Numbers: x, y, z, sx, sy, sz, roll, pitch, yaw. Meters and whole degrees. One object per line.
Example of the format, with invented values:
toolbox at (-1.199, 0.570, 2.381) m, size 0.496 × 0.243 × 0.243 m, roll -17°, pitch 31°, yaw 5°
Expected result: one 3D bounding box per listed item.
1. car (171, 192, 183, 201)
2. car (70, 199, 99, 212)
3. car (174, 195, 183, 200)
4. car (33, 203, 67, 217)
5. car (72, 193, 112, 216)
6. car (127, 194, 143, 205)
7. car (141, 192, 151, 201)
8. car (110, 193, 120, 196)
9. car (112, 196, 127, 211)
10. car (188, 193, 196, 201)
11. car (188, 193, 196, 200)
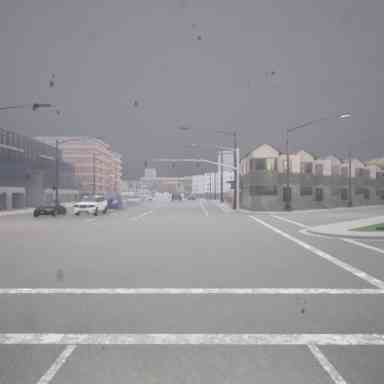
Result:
car at (-3.570, 1.050, 77.111) m, size 2.150 × 2.045 × 5.566 m, roll 0°, pitch 0°, yaw 0°
car at (-14.138, 1.752, 44.015) m, size 2.033 × 1.411 × 5.357 m, roll 0°, pitch 1°, yaw 0°
car at (-3.581, 1.478, 87.804) m, size 2.128 × 1.511 × 4.902 m, roll 0°, pitch -2°, yaw 0°
car at (-14.130, 1.751, 33.339) m, size 1.994 × 1.385 × 4.181 m, roll 0°, pitch 0°, yaw 0°
car at (-10.632, 1.418, 35.346) m, size 2.150 × 2.045 × 5.566 m, roll 0°, pitch 0°, yaw 1°
car at (-10.626, 1.511, 60.326) m, size 1.812 × 1.442 × 4.674 m, roll 0°, pitch 1°, yaw 0°
car at (-10.569, 1.048, 75.729) m, size 2.150 × 2.045 × 5.566 m, roll 0°, pitch 0°, yaw 0°
car at (-14.130, 1.222, 59.328) m, size 2.150 × 2.045 × 5.566 m, roll 0°, pitch 2°, yaw 0°
car at (-10.639, 1.675, 45.107) m, size 1.882 × 1.535 × 5.008 m, roll 0°, pitch 1°, yaw 0°
car at (-0.071, 1.420, 77.825) m, size 1.895 × 1.301 × 4.718 m, roll 0°, pitch -1°, yaw 0°
car at (-0.081, 1.138, 87.785) m, size 2.097 × 1.767 × 4.553 m, roll 0°, pitch -2°, yaw 0°
